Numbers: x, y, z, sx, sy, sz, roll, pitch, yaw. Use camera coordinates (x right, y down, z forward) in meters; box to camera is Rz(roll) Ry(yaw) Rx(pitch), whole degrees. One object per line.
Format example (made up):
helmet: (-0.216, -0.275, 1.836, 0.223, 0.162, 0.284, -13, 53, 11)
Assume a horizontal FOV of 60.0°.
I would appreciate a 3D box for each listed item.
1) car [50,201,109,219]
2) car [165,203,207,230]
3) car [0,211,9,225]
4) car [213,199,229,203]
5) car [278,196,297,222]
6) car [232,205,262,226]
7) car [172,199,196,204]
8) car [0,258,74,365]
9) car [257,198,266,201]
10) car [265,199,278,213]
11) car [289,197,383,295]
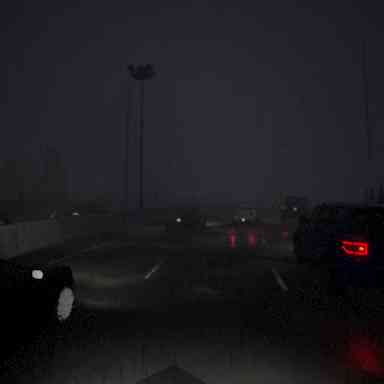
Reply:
car: (-7.528, 1.459, 22.673, 2.097, 1.767, 4.553, 0, 0, 15)
car: (-0.312, 1.677, 21.940, 1.994, 1.385, 4.181, 0, 0, 14)
car: (-12.162, 1.557, 17.918, 2.128, 1.511, 4.902, 0, 0, 11)
car: (5.251, 2.001, 58.541, 1.994, 1.385, 4.181, 0, -1, 36)
car: (8.599, 1.381, 27.335, 2.150, 2.045, 5.566, 0, 0, 19)
car: (4.152, 1.664, 24.891, 1.812, 1.442, 4.674, 0, 0, 17)
car: (-1.304, 1.944, 55.115, 2.033, 1.411, 5.357, 0, -1, 32)
car: (-3.143, 1.486, 4.087, 1.882, 1.535, 5.008, 0, 0, 3)
car: (13.654, 1.990, 63.653, 2.128, 1.511, 4.902, -1, -1, 41)
car: (11.046, 1.816, 41.264, 2.033, 1.411, 5.357, 0, -1, 29)
car: (4.255, 1.272, 8.866, 2.150, 2.045, 5.566, 0, 0, 6)
